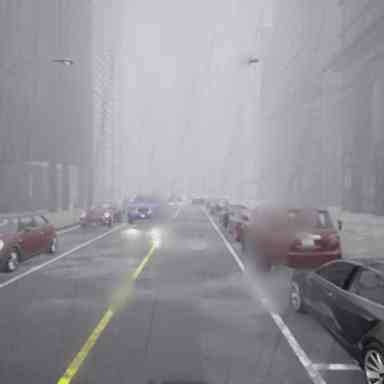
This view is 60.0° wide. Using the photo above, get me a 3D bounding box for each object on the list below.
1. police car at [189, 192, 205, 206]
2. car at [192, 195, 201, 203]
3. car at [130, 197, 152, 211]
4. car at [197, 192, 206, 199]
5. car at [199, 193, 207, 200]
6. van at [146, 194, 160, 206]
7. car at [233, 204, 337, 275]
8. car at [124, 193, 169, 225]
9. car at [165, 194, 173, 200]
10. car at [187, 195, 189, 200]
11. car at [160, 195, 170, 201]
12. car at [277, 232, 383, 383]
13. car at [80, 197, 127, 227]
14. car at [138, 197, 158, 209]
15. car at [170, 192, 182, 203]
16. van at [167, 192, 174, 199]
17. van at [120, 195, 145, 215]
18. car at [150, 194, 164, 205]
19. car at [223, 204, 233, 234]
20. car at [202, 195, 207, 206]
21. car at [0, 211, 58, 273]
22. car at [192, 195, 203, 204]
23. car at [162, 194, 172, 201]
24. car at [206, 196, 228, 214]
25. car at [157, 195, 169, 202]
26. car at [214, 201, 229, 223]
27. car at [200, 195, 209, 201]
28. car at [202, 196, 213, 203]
[{"bbox_3d":[0.873,1.236,49.810,1.930,1.638,5.238,0,0,0],"label":"police car"},{"bbox_3d":[0.865,1.282,65.700,1.812,1.442,4.674,0,0,0],"label":"car"},{"bbox_3d":[-5.786,1.377,38.276,1.752,1.417,4.829,0,0,0],"label":"car"},{"bbox_3d":[2.707,0.981,94.819,2.192,1.841,5.009,0,0,0],"label":"car"},{"bbox_3d":[2.714,1.138,83.548,1.967,1.590,4.097,0,0,0],"label":"car"},{"bbox_3d":[-5.793,1.153,49.718,1.690,1.788,3.998,0,0,0],"label":"van"},{"bbox_3d":[2.754,1.274,10.276,2.192,1.841,5.009,0,0,0],"label":"car"},{"bbox_3d":[-3.111,1.128,23.799,2.150,2.045,5.566,0,0,0],"label":"car"},{"bbox_3d":[-5.811,1.281,83.539,1.802,1.307,4.206,0,0,0],"label":"car"},{"bbox_3d":[-0.045,1.189,82.813,1.837,1.490,4.892,0,0,0],"label":"car"},{"bbox_3d":[-5.804,1.300,72.266,1.947,1.339,4.313,0,0,0],"label":"car"},{"bbox_3d":[2.757,1.547,4.641,1.947,1.339,4.313,0,0,0],"label":"car"},{"bbox_3d":[-5.777,1.356,21.536,1.967,1.590,4.097,0,0,0],"label":"car"},{"bbox_3d":[-5.789,1.382,44.082,2.008,1.369,4.403,0,0,0],"label":"car"},{"bbox_3d":[-3.056,1.001,64.107,2.150,2.045,5.566,0,0,0],"label":"car"},{"bbox_3d":[-5.815,1.023,89.175,1.690,1.788,3.998,0,0,0],"label":"van"},{"bbox_3d":[-5.784,1.214,32.809,1.690,1.788,3.998,0,0,0],"label":"van"},{"bbox_3d":[-5.796,1.232,55.355,1.967,1.590,4.097,0,0,0],"label":"car"},{"bbox_3d":[2.751,1.482,15.913,1.887,1.381,4.507,0,0,0],"label":"car"},{"bbox_3d":[2.736,1.397,44.094,1.947,1.339,4.313,0,0,0],"label":"car"},{"bbox_3d":[-5.771,1.400,10.263,1.967,1.590,4.097,0,0,0],"label":"car"},{"bbox_3d":[0.868,1.255,59.700,1.882,1.535,5.008,0,0,0],"label":"car"},{"bbox_3d":[-5.808,1.267,77.902,2.008,1.369,4.403,0,0,0],"label":"car"},{"bbox_3d":[2.742,1.312,32.821,1.967,1.590,4.097,0,0,0],"label":"car"},{"bbox_3d":[-5.801,1.319,66.629,1.947,1.339,4.313,0,0,0],"label":"car"},{"bbox_3d":[2.748,1.482,21.550,1.947,1.339,4.313,0,0,0],"label":"car"},{"bbox_3d":[2.721,1.316,72.276,1.802,1.307,4.206,0,0,0],"label":"car"},{"bbox_3d":[2.727,1.354,61.003,1.802,1.307,4.206,0,0,0],"label":"car"}]
